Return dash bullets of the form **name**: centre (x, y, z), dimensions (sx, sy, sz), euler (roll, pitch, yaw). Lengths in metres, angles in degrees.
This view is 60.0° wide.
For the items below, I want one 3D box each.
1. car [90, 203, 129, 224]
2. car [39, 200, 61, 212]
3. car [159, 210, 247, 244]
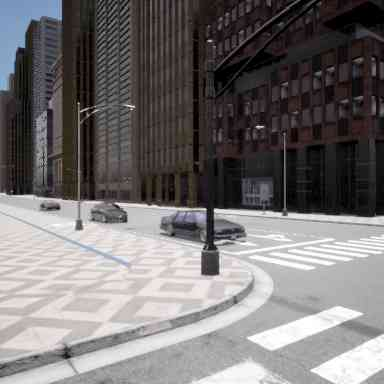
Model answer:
- **car**: centre (-6.784, 1.646, 26.868), dimensions (1.837, 1.490, 4.892), euler (0, 0, -35)
- **car**: centre (-18.830, 1.786, 44.055), dimensions (2.033, 1.411, 5.357), euler (0, 0, -35)
- **car**: centre (0.311, 1.627, 16.817), dimensions (2.033, 1.411, 5.357), euler (0, 0, -35)
